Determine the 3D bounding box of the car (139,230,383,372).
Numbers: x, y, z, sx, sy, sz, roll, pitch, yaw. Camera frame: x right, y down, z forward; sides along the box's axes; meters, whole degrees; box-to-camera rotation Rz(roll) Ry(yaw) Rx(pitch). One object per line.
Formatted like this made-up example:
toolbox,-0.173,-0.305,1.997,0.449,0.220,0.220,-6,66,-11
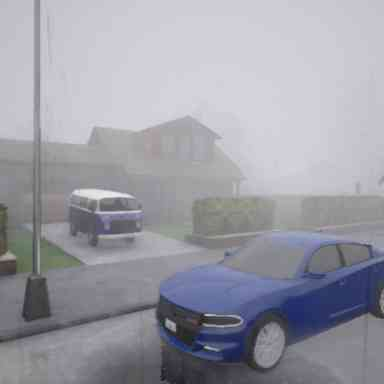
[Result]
car,1.760,1.483,5.830,5.008,1.535,1.882,0,0,-35
